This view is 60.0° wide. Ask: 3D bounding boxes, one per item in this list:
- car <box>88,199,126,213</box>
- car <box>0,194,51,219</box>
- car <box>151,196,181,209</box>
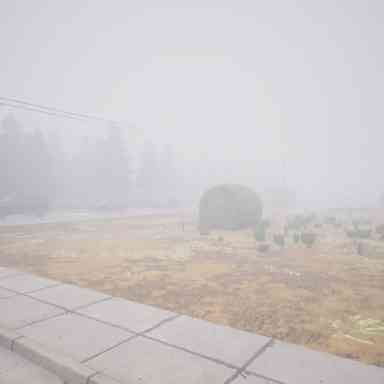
[{"bbox_3d":[-9.552,1.552,37.751,1.812,1.442,4.674,0,0,37],"label":"car"},{"bbox_3d":[-15.500,1.248,29.703,2.150,2.045,5.566,0,0,36],"label":"car"},{"bbox_3d":[-3.586,1.379,45.829,2.097,1.767,4.553,0,0,37],"label":"car"}]
